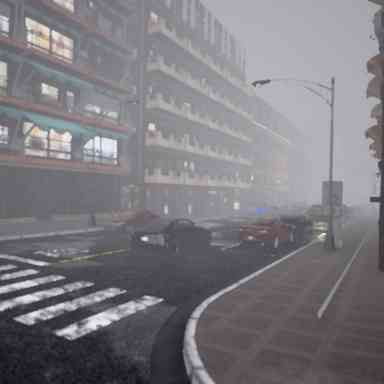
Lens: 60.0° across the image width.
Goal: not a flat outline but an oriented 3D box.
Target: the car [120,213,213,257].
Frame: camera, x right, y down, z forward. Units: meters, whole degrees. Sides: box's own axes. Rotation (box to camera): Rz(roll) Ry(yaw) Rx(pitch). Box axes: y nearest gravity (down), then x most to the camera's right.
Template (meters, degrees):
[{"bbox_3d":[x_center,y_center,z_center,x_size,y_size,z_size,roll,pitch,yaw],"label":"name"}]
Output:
[{"bbox_3d":[-0.751,1.752,14.061,1.994,1.385,4.181,1,-1,30],"label":"car"}]

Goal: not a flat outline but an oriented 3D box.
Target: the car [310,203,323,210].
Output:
[{"bbox_3d":[27.766,3.209,73.962,2.008,1.369,4.403,0,-1,30],"label":"car"}]

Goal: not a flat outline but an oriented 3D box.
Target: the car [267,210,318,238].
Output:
[{"bbox_3d":[6.335,2.033,20.848,1.947,1.339,4.313,0,-1,30],"label":"car"}]

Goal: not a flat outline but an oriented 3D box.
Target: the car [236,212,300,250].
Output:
[{"bbox_3d":[3.644,1.886,16.259,1.887,1.381,4.507,0,-1,30],"label":"car"}]

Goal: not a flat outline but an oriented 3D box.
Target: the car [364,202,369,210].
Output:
[{"bbox_3d":[43.571,3.554,84.351,2.192,1.841,5.009,0,-1,30],"label":"car"}]

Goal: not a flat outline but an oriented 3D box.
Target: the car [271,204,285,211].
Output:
[{"bbox_3d":[10.609,2.421,44.637,1.802,1.307,4.206,0,-1,30],"label":"car"}]

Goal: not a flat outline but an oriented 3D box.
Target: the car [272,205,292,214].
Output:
[{"bbox_3d":[13.470,2.557,49.522,1.802,1.307,4.206,0,-1,30],"label":"car"}]

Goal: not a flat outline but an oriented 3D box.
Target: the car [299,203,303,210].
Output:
[{"bbox_3d":[14.944,2.453,40.724,1.812,1.442,4.674,1,-1,31],"label":"car"}]

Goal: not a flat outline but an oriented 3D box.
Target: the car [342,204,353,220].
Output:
[{"bbox_3d":[17.796,2.323,40.391,2.192,1.841,5.009,0,-1,30],"label":"car"}]

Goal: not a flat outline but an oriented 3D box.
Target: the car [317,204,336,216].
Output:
[{"bbox_3d":[20.107,2.651,49.626,1.882,1.535,5.008,1,-1,30],"label":"car"}]

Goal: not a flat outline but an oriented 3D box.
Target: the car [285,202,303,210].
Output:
[{"bbox_3d":[14.463,2.515,45.937,2.033,1.411,5.357,1,-1,30],"label":"car"}]

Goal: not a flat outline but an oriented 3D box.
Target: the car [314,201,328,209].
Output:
[{"bbox_3d":[30.634,3.110,78.850,2.192,1.841,5.009,0,-1,30],"label":"car"}]

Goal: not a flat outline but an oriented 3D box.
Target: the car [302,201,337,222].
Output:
[{"bbox_3d":[12.067,2.052,30.621,2.192,1.841,5.009,0,-1,30],"label":"car"}]

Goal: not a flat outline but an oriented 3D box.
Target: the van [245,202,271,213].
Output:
[{"bbox_3d":[7.750,2.045,39.756,1.690,1.788,3.998,0,-1,30],"label":"van"}]

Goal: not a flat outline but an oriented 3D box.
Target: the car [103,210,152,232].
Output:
[{"bbox_3d":[-3.552,1.754,20.485,1.802,1.307,4.206,0,-1,30],"label":"car"}]

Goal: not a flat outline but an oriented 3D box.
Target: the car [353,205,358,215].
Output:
[{"bbox_3d":[23.519,2.862,50.155,1.802,1.307,4.206,0,-1,30],"label":"car"}]

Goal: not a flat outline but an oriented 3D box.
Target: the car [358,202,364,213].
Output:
[{"bbox_3d":[29.250,2.993,59.926,1.967,1.590,4.097,0,-1,30],"label":"car"}]
